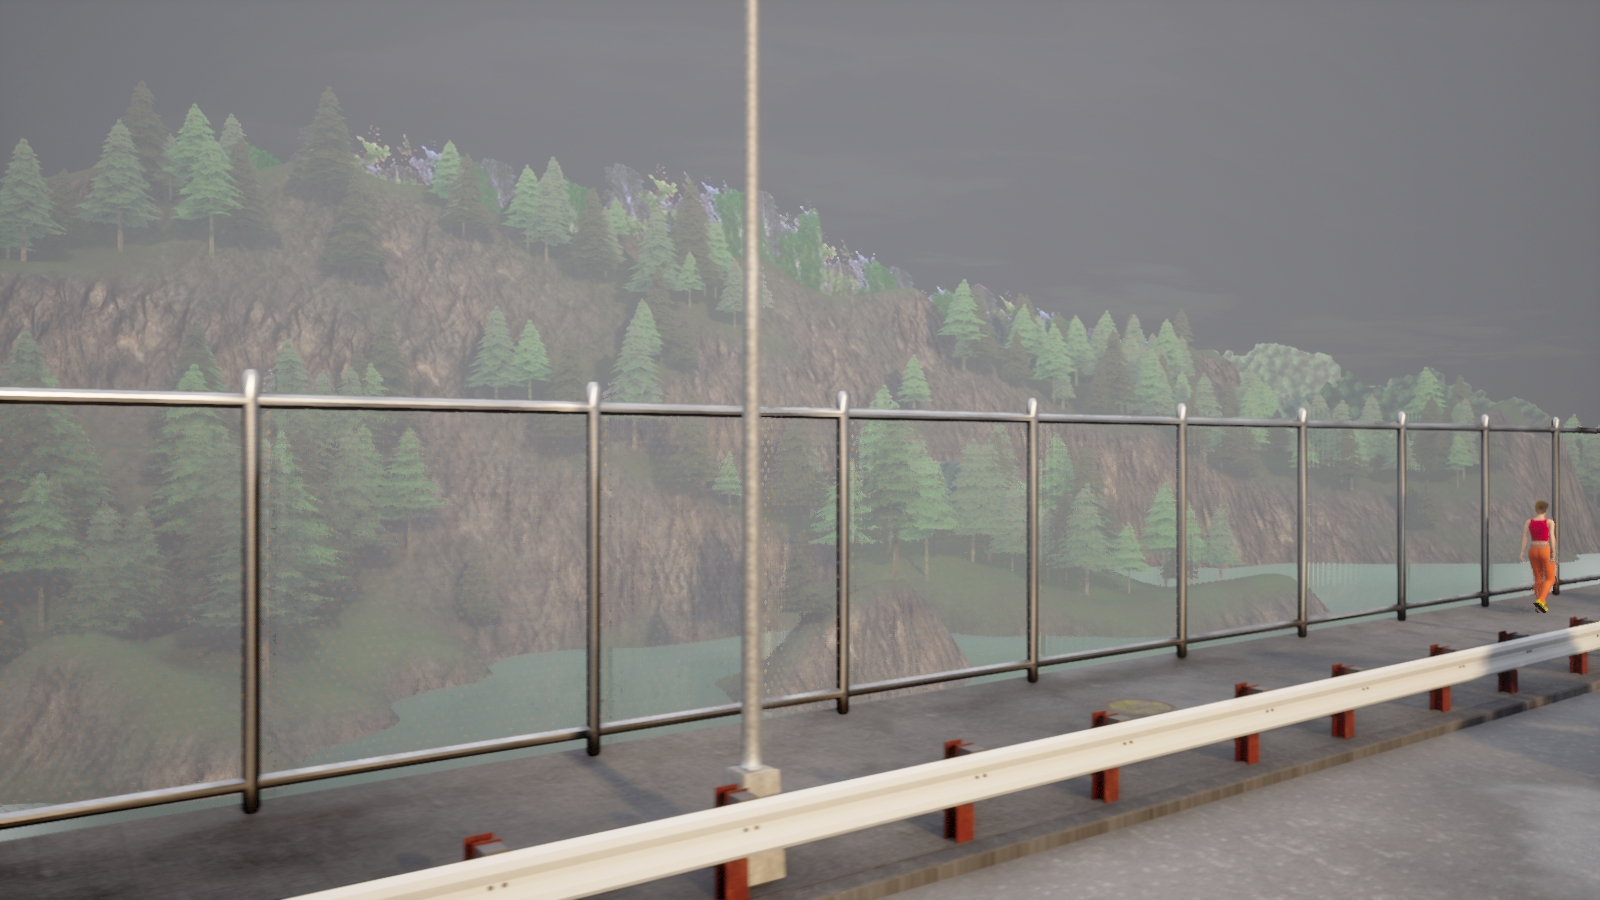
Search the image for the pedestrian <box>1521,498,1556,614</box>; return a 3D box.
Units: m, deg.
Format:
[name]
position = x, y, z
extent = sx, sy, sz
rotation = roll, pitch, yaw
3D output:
[pedestrian]
position = 12.154, 1.734, 18.795
extent = 0.375, 1.860, 0.375
rotation = 0, 0, -36
